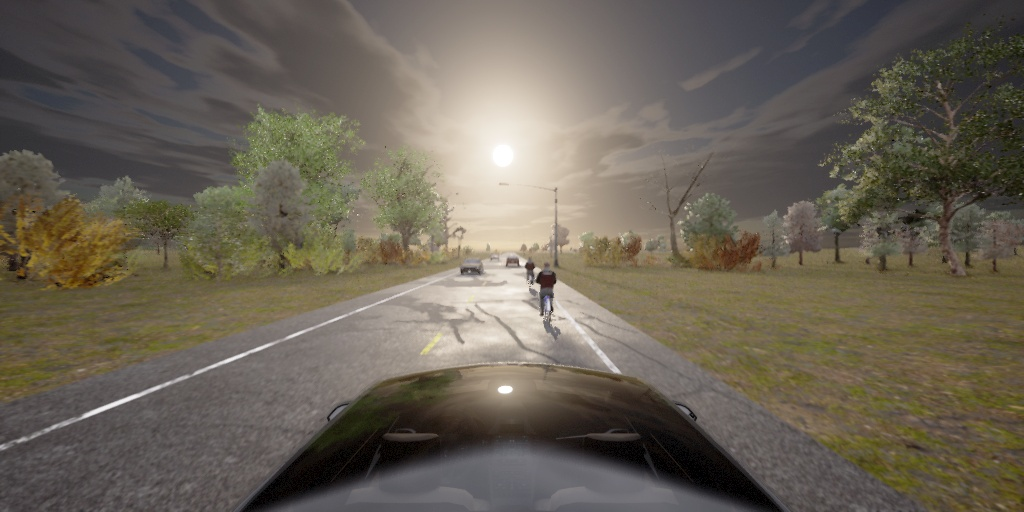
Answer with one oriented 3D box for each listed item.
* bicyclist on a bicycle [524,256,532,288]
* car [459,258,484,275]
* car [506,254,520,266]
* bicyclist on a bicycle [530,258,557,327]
[{"bbox_3d":[0.967,0.901,19.370,0.659,1.776,1.843,0,1,0],"label":"bicyclist on a bicycle"},{"bbox_3d":[-3.586,0.907,32.928,2.033,1.411,5.357,0,1,0],"label":"car"},{"bbox_3d":[0.107,0.589,52.436,1.882,1.535,5.008,0,1,0],"label":"car"},{"bbox_3d":[0.964,1.016,10.162,0.659,1.776,1.843,0,1,0],"label":"bicyclist on a bicycle"}]
